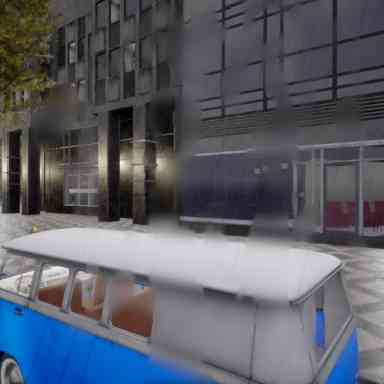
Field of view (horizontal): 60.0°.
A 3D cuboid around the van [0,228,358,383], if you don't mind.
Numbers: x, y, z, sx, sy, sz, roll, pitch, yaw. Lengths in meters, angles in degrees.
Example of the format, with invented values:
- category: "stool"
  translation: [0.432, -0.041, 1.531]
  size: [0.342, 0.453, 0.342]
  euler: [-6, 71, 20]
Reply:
- category: "van"
  translation: [-0.500, 1.341, 3.321]
  size: [3.998, 1.788, 1.690]
  euler: [0, 0, 36]
